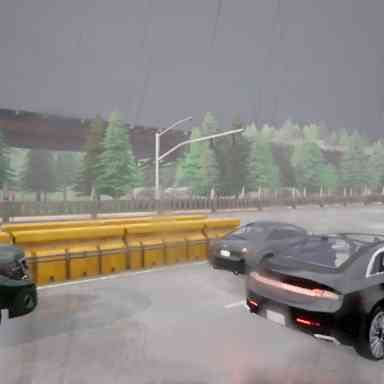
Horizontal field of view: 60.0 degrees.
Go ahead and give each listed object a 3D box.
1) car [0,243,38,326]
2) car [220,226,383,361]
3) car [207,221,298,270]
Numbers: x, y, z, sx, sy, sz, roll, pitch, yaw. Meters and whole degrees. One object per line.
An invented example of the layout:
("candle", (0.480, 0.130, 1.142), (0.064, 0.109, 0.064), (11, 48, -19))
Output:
("car", (-5.130, 1.222, 4.393), (5.566, 2.045, 2.150), (0, 0, -35))
("car", (3.106, 1.489, 5.948), (4.902, 1.511, 2.128), (0, 0, -36))
("car", (2.496, 1.561, 9.809), (4.181, 1.385, 1.994), (0, 0, -36))
